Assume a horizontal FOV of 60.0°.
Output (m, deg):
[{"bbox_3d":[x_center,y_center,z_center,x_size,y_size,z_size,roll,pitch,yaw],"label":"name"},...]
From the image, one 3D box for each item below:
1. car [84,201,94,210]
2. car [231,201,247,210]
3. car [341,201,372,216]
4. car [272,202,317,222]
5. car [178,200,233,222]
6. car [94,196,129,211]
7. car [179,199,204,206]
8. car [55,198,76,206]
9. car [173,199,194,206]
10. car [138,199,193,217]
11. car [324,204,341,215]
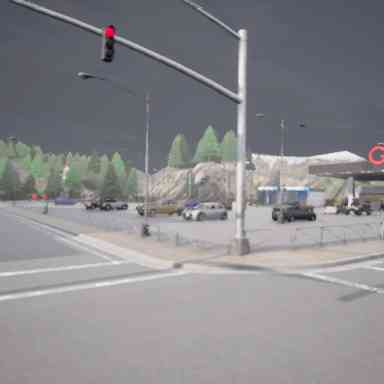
[{"bbox_3d":[-12.341,1.534,45.662,4.605,1.855,1.932,2,-1,-36],"label":"car"},{"bbox_3d":[6.408,2.128,51.269,4.514,1.523,2.007,2,-1,-36],"label":"car"},{"bbox_3d":[21.407,2.058,42.658,3.866,1.878,1.905,2,-1,-36],"label":"car"},{"bbox_3d":[9.016,1.899,29.260,4.514,1.523,2.007,2,-1,-36],"label":"car"},{"bbox_3d":[1.156,1.684,28.125,3.806,1.475,1.970,2,-1,-36],"label":"car"},{"bbox_3d":[-10.310,1.522,43.543,3.866,1.878,1.905,2,-1,-36],"label":"car"},{"bbox_3d":[-0.065,2.326,73.507,5.027,1.636,2.152,2,-1,-36],"label":"car"},{"bbox_3d":[-23.074,1.814,60.834,3.633,1.501,1.845,2,-1,-36],"label":"car"},{"bbox_3d":[-1.938,2.334,76.024,4.514,1.523,2.007,2,-1,-36],"label":"car"},{"bbox_3d":[-2.849,1.598,33.150,5.027,1.636,2.152,2,-1,-36],"label":"car"},{"bbox_3d":[19.959,2.356,45.711,3.806,1.475,1.970,2,-1,-36],"label":"car"}]
